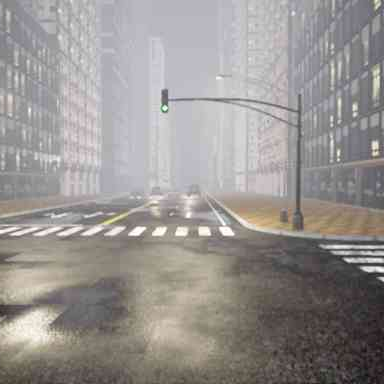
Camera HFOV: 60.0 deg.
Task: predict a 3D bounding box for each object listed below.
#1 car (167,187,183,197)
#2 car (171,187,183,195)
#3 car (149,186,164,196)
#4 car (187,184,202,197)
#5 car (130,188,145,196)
[{"bbox_3d":[-2.872,0.164,53.491,1.895,1.301,4.718,0,1,0],"label":"car"},{"bbox_3d":[-2.802,-0.193,63.456,2.128,1.511,4.902,0,1,0],"label":"car"},{"bbox_3d":[-6.093,-0.189,57.675,2.097,1.767,4.553,0,1,0],"label":"car"},{"bbox_3d":[0.378,-0.216,53.459,2.150,2.045,5.566,0,1,0],"label":"car"},{"bbox_3d":[-9.343,0.008,57.673,2.033,1.411,5.357,0,1,0],"label":"car"}]
